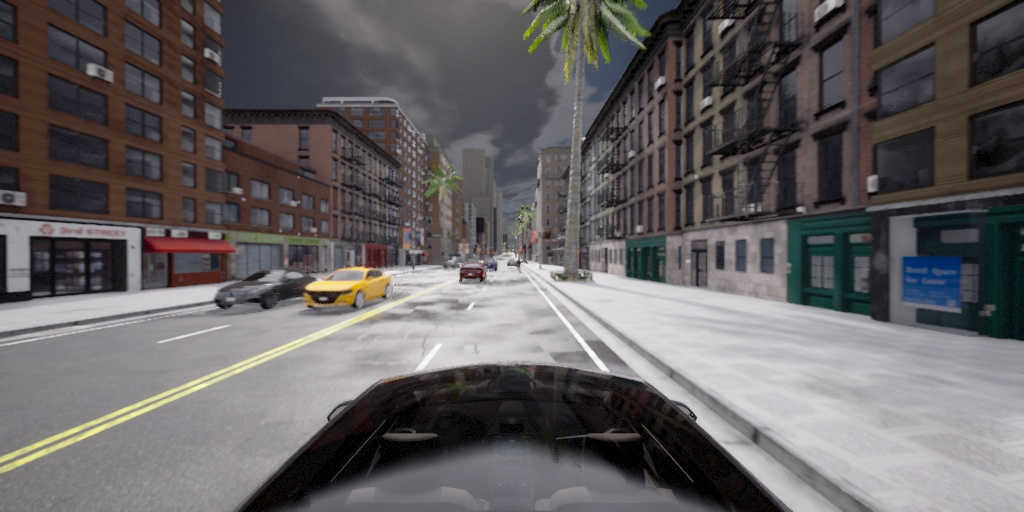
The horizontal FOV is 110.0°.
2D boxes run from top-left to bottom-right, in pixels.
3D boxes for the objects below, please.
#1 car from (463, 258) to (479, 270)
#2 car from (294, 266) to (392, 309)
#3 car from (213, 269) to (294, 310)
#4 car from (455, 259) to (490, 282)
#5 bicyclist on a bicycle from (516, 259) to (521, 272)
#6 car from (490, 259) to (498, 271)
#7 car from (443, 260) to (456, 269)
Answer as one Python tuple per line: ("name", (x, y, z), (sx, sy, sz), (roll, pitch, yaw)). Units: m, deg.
("car", (-6.556, 1.227, 57.886), (2.097, 1.767, 4.553), (0, 0, 1))
("car", (-6.603, 1.223, 15.028), (1.882, 1.535, 5.008), (0, 0, 0))
("car", (-9.861, 1.271, 14.915), (1.812, 1.442, 4.674), (0, 0, 0))
("car", (-3.156, 1.244, 29.693), (1.882, 1.535, 5.008), (0, 0, 0))
("bicyclist on a bicycle", (0.884, 1.189, 45.094), (0.659, 1.776, 1.843), (0, 0, 0))
("car", (-3.161, 1.200, 52.077), (2.097, 1.767, 4.553), (0, 0, 0))
("car", (-9.805, 1.400, 57.853), (1.812, 1.442, 4.674), (0, 0, 1))
